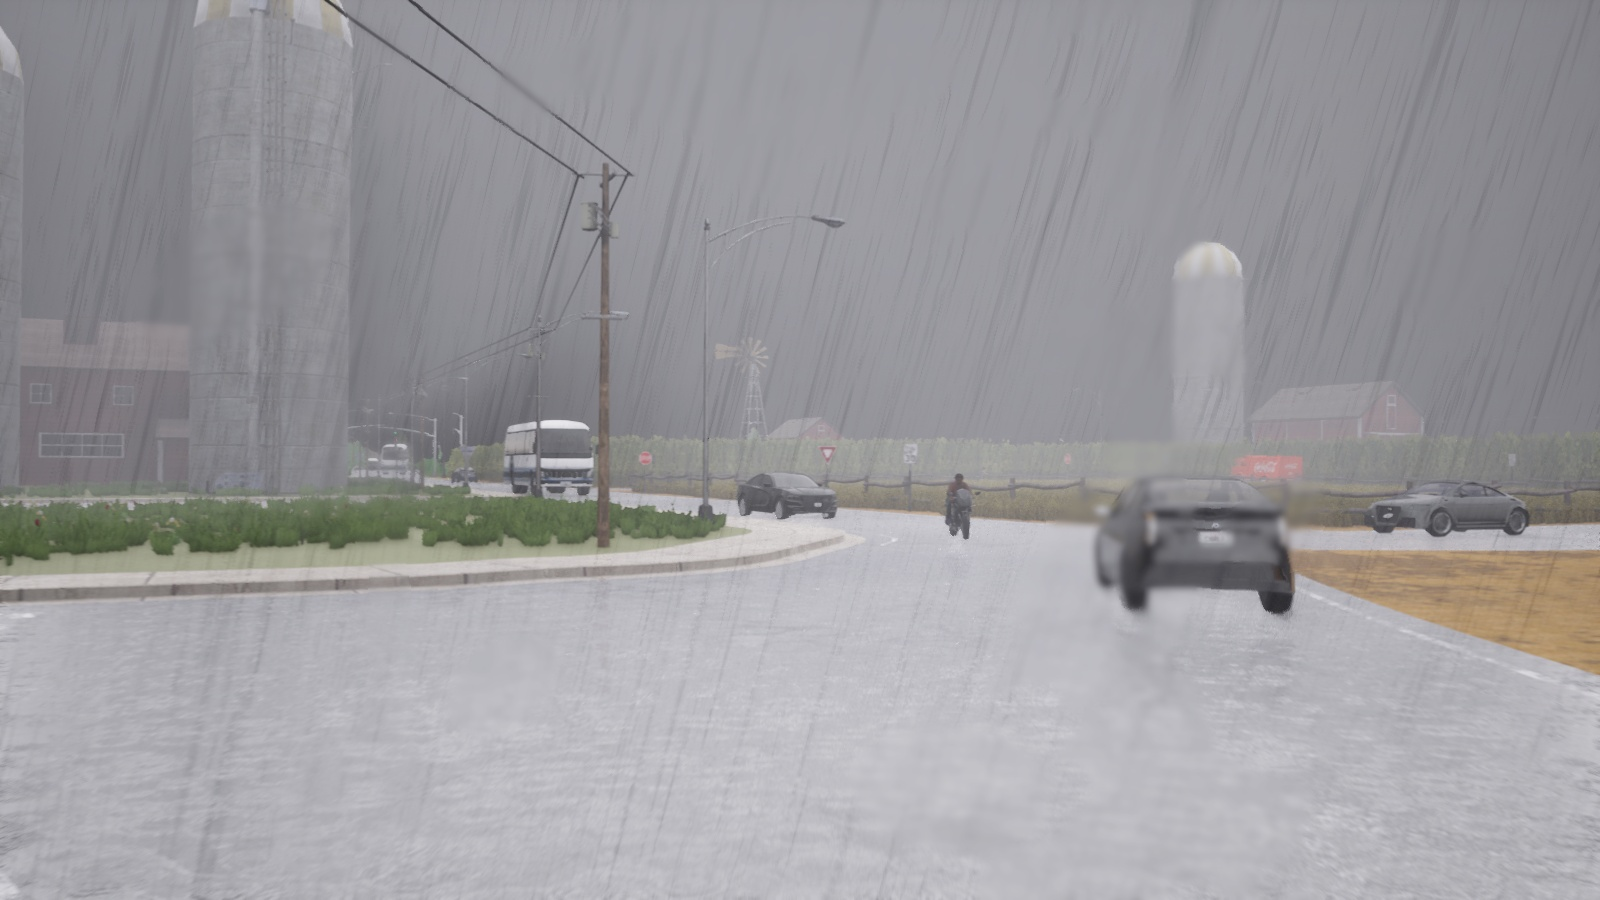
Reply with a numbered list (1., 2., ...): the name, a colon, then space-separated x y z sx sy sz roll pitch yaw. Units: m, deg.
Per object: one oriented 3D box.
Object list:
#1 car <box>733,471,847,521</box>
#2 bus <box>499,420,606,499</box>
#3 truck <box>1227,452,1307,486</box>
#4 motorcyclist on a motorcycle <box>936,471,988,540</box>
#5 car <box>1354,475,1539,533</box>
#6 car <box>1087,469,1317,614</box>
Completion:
1. car: -0.415 1.463 41.385 1.882 1.535 5.008 0 -1 -24
2. bus: -14.492 0.576 72.740 3.944 4.253 10.273 0 -1 -24
3. truck: 34.342 1.380 92.541 2.627 2.467 5.204 0 0 -24
4. motorcyclist on a motorcycle: 3.762 1.274 29.332 0.797 1.523 2.044 -2 -1 -4
5. car: 16.830 1.369 32.704 4.181 1.385 1.994 0 -1 -21
6. car: 4.766 1.005 15.583 2.007 1.525 4.514 0 -1 9
